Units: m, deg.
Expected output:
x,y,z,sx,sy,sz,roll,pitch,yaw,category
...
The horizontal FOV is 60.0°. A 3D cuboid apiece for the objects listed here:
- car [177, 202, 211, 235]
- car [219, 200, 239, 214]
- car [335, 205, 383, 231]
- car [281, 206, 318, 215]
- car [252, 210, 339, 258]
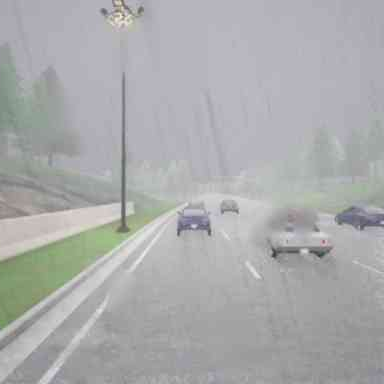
x,y,z,sx,sy,sz,roll,pitch,yaw,category
0.121,1.537,18.937,1.812,1.442,4.674,0,0,0,car
3.989,1.569,35.818,2.033,1.411,5.357,0,0,2,car
10.620,1.540,20.736,1.812,1.442,4.674,0,0,0,car
7.146,1.616,23.427,1.895,1.301,4.718,0,0,1,car
3.596,1.609,12.848,1.895,1.301,4.718,0,0,0,car
